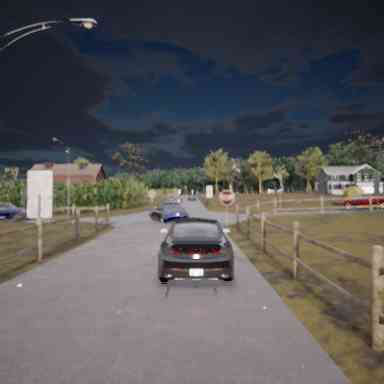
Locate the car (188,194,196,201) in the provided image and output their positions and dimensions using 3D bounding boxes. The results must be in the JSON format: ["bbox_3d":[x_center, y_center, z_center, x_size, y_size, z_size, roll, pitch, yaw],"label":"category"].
[{"bbox_3d":[0.004,1.403,75.869,1.994,1.385,4.181,0,0,0],"label":"car"}]

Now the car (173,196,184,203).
[{"bbox_3d":[-2.749,1.475,68.231,1.895,1.301,4.718,0,0,0],"label":"car"}]

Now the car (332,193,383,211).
[{"bbox_3d":[15.718,0.920,31.068,5.008,1.535,1.882,-2,-2,0],"label":"car"}]

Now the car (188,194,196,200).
[{"bbox_3d":[0.007,1.209,85.882,2.033,1.411,5.357,0,0,0],"label":"car"}]

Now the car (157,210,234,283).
[{"bbox_3d":[0.098,1.500,9.667,1.837,1.490,4.892,0,0,0],"label":"car"}]

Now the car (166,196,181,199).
[{"bbox_3d":[-2.848,1.494,44.221,1.994,1.385,4.181,0,0,-2],"label":"car"}]

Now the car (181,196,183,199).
[{"bbox_3d":[-2.823,1.503,55.575,1.895,1.301,4.718,0,0,0],"label":"car"}]

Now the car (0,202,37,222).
[{"bbox_3d":[-15.665,1.645,28.145,4.553,1.767,2.097,-1,-2,-1],"label":"car"}]

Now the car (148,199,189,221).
[{"bbox_3d":[-1.840,1.514,25.044,1.994,1.385,4.181,-3,2,-24],"label":"car"}]
